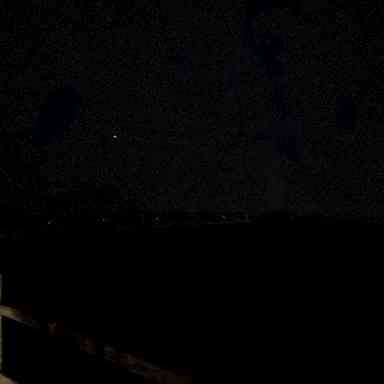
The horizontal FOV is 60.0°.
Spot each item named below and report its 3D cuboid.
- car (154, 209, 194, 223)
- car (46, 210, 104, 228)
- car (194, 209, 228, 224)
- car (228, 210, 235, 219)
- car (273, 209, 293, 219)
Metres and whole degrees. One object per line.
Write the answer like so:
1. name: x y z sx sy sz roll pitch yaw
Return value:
1. car: -2.345 2.744 38.126 2.128 1.511 4.902 0 -3 36
2. car: -9.686 2.232 27.862 2.128 1.511 4.902 0 -2 36
3. car: 1.680 2.856 38.692 2.128 1.511 4.902 0 -2 36
4. car: 4.477 3.246 47.615 1.837 1.490 4.892 0 -3 36
5. car: 16.233 3.779 59.066 2.097 1.767 4.553 0 -3 38
